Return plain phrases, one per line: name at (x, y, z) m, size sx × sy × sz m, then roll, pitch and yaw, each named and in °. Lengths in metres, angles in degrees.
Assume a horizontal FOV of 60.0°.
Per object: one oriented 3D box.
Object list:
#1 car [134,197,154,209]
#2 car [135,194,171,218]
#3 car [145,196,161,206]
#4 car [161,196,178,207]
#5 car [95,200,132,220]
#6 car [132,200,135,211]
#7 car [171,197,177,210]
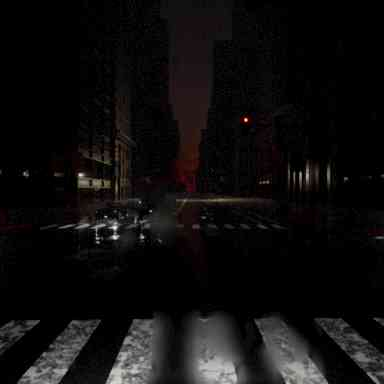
car at (-6.610, 1.463, 46.420) m, size 2.128 × 1.511 × 4.902 m, roll 0°, pitch 0°, yaw 0°
car at (-3.361, 1.207, 29.943) m, size 2.150 × 2.045 × 5.566 m, roll 0°, pitch 0°, yaw 0°
car at (-6.582, 1.503, 57.075) m, size 2.033 × 1.411 × 5.357 m, roll 0°, pitch 0°, yaw 0°
car at (-3.352, 1.458, 50.459) m, size 2.128 × 1.511 × 4.902 m, roll 0°, pitch 0°, yaw 0°
car at (-6.629, 1.588, 27.896) m, size 1.895 × 1.301 × 4.718 m, roll 0°, pitch 0°, yaw 1°
car at (-6.614, 1.581, 37.012) m, size 1.895 × 1.301 × 4.718 m, roll 0°, pitch 0°, yaw 0°
car at (-3.362, 1.469, 40.036) m, size 2.128 × 1.511 × 4.902 m, roll 0°, pitch 0°, yaw 0°
